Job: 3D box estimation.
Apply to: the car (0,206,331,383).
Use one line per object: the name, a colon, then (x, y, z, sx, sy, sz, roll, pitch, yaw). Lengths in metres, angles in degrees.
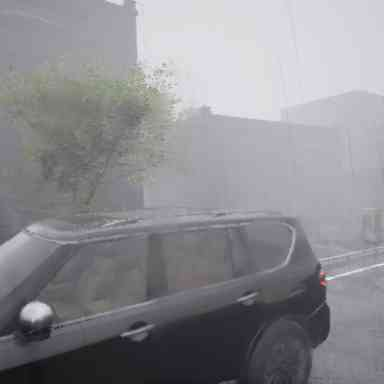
car: (-0.901, 1.220, 3.349, 5.566, 2.045, 2.150, 0, 0, -36)
